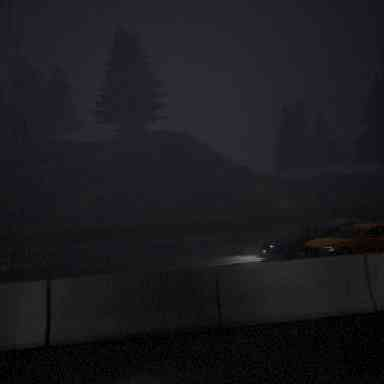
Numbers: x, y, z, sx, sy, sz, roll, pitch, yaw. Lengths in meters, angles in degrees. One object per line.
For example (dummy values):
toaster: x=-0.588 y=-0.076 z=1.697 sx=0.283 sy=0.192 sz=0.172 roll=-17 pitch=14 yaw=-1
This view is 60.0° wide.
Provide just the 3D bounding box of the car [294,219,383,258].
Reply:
car: x=7.055 y=2.021 z=13.429 sx=5.008 sy=1.535 sz=1.882 roll=-3 pitch=-4 yaw=-9

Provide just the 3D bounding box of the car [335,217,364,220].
car: x=9.424 y=2.451 z=20.863 sx=4.674 sy=1.442 sz=1.812 roll=-3 pitch=-4 yaw=-10

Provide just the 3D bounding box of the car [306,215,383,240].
car: x=11.537 y=2.617 z=24.762 sx=5.357 sy=1.411 sz=2.033 roll=-3 pitch=-4 yaw=-11

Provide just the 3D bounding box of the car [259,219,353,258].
car: x=6.173 y=2.388 z=16.775 sx=5.357 sy=1.411 sz=2.033 roll=-3 pitch=-4 yaw=-8
